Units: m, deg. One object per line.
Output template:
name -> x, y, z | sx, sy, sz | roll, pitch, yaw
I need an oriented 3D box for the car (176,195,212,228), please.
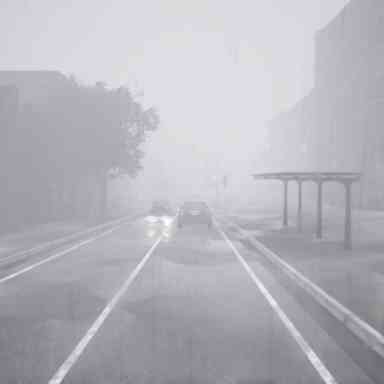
car -> 0.185, 1.320, 22.164 | 2.097, 1.767, 4.553 | 0, 0, 0

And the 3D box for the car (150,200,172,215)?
car -> -3.030, 1.488, 32.971 | 1.895, 1.301, 4.718 | 0, 1, 1

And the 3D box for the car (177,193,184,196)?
car -> -2.463, 0.832, 73.431 | 2.033, 1.411, 5.357 | 0, 1, 1
